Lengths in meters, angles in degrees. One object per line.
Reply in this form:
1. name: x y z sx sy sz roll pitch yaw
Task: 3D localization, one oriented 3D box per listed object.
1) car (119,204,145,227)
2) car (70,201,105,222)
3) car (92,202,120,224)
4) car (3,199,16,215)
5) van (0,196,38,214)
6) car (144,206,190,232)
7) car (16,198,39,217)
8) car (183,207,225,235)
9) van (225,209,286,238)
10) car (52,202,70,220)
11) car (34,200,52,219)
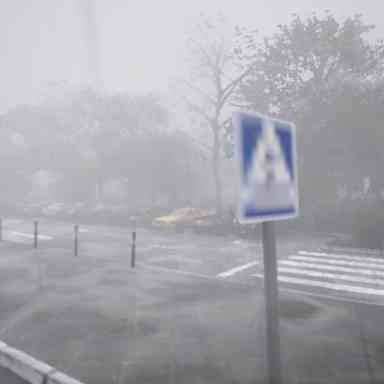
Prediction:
1. car: -2.674 1.777 24.674 2.163 1.488 4.792 0 0 35
2. car: -7.212 1.710 27.869 2.097 1.535 5.008 0 0 35
3. car: -4.956 1.730 26.252 2.231 1.521 4.892 0 0 35
4. car: -16.269 1.680 34.294 2.002 1.452 4.674 0 0 35
5. van: -18.460 1.397 35.997 1.878 1.987 4.442 0 0 35
6. car: -0.537 1.763 22.892 1.946 1.575 5.366 0 0 35
7. car: -14.005 1.657 32.683 2.097 1.535 5.008 0 0 35
8. car: 1.851 1.815 21.459 2.163 1.488 4.792 0 0 35
9. van: 4.029 1.579 19.732 1.878 1.987 4.442 0 0 35
10. car: -9.459 1.567 29.498 2.185 1.767 4.553 0 0 35
11. car: -11.742 1.715 31.078 2.002 1.452 4.674 0 0 35
